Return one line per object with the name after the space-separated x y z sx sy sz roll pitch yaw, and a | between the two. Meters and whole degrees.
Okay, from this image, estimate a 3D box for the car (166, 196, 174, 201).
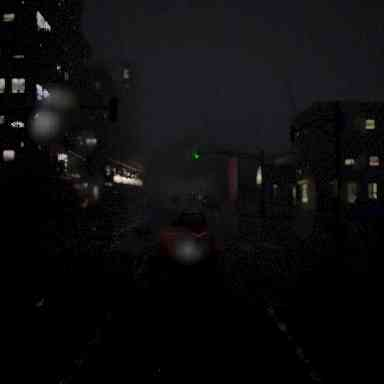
-5.694 1.682 86.527 1.887 1.381 4.507 0 0 0 | car

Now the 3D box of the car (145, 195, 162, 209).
-5.691 1.579 47.581 1.752 1.417 4.829 0 0 0 | car

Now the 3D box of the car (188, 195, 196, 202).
-0.005 1.531 79.022 1.812 1.442 4.674 0 0 0 | car

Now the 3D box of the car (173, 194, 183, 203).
-3.004 1.329 71.665 2.097 1.767 4.553 0 0 0 | car

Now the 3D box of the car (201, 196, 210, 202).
3.141 1.620 78.015 1.837 1.490 4.892 0 0 0 | car

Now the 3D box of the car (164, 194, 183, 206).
-3.065 1.420 55.598 2.097 1.767 4.553 0 0 0 | car

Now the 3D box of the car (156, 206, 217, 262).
-0.231 1.496 12.192 2.128 1.511 4.902 0 0 -3 | car

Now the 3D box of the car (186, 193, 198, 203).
-0.004 1.320 69.467 2.150 2.045 5.566 0 0 0 | car

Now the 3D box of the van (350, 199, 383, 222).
14.898 1.430 26.699 3.998 1.788 1.690 0 0 0 | van

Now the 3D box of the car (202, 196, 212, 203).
3.144 1.624 71.014 1.812 1.442 4.674 0 0 0 | car

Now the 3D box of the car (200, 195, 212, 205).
2.689 1.645 53.292 1.802 1.307 4.206 0 0 0 | car

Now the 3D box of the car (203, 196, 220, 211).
2.690 1.571 42.384 1.752 1.417 4.829 0 0 0 | car

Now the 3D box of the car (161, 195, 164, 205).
-5.691 1.389 58.830 2.192 1.841 5.009 0 0 0 | car

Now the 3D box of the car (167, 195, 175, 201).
-5.694 1.592 92.065 1.967 1.590 4.097 0 0 0 | car

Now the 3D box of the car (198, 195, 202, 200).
2.690 1.388 58.832 2.192 1.841 5.009 0 0 0 | car
